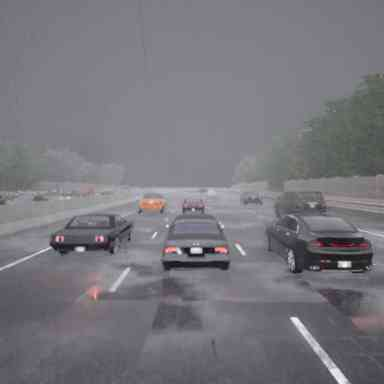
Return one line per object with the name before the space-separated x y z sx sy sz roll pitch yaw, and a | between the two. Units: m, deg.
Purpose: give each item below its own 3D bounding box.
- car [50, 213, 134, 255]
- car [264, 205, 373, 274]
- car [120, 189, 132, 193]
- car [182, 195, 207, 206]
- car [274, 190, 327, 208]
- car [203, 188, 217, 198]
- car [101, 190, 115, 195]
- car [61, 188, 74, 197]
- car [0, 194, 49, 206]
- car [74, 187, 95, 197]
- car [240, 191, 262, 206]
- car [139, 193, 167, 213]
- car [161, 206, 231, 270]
car | -3.398 1.423 12.351 1.895 1.301 4.718 0 1 0
car | 3.502 1.367 10.044 1.837 1.490 4.892 0 1 0
car | -13.986 0.089 70.516 1.882 1.535 5.008 0 1 0
car | 0.106 1.124 29.434 1.895 1.301 4.718 0 1 0
car | 7.100 0.875 22.252 2.150 2.045 5.566 0 1 0
car | 3.512 0.401 60.211 1.812 1.442 4.674 0 1 0
car | -17.487 0.249 69.088 1.895 1.301 4.718 0 1 0
car | -24.487 0.083 66.509 2.097 1.767 4.553 0 1 0
car | -14.091 1.016 28.678 1.882 1.535 5.008 0 1 0
car | -20.987 -0.046 66.445 2.150 2.045 5.566 0 1 0
car | 7.107 0.660 40.462 2.097 1.767 4.553 0 1 0
car | -3.394 0.870 29.723 2.097 1.767 4.553 0 1 0
car | 0.101 1.401 10.438 2.033 1.411 5.357 0 1 0
